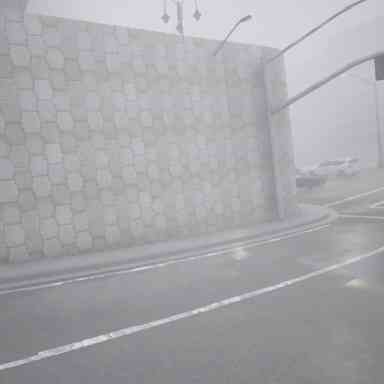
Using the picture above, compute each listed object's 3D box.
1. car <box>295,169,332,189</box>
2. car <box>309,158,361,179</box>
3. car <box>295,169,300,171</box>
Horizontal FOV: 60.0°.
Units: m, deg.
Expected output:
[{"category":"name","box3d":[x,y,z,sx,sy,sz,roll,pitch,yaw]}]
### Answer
[{"category":"car","box3d":[10.011,-1.014,30.944,1.895,1.301,4.718,-11,6,-35]},{"category":"car","box3d":[15.169,-2.485,35.876,2.150,2.045,5.566,-11,6,-35]},{"category":"car","box3d":[12.403,-2.700,45.869,2.033,1.411,5.357,-11,6,-35]}]
